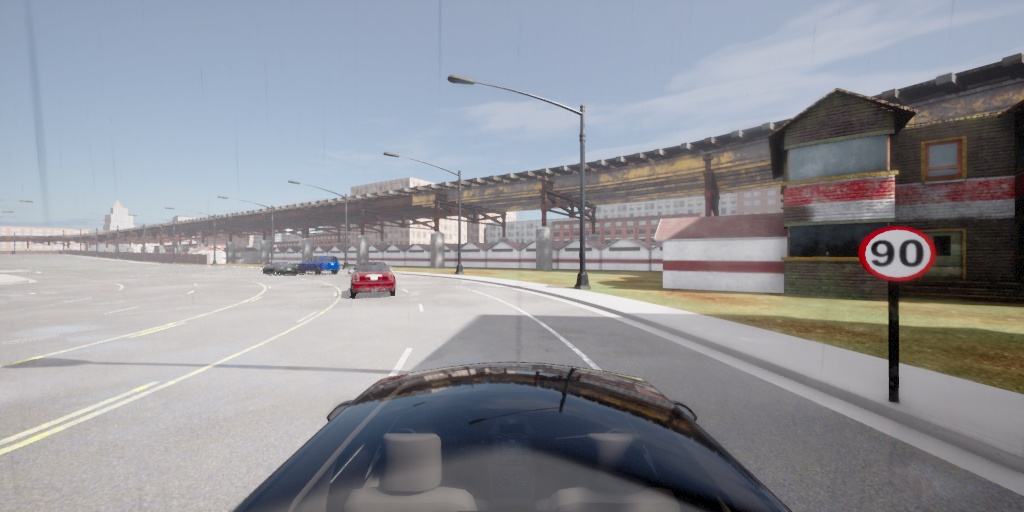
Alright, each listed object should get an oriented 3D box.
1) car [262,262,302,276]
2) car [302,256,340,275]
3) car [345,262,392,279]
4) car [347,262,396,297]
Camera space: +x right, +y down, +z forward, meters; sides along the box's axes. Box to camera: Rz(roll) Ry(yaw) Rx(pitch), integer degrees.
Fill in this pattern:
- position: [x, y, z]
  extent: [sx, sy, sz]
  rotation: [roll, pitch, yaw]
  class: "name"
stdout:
- position: [-24.439, 1.321, 37.697]
  extent: [4.181, 1.385, 1.994]
  rotation: [0, 0, 33]
  class: "car"
- position: [-21.493, 0.980, 39.934]
  extent: [5.566, 2.045, 2.150]
  rotation: [0, 0, 34]
  class: "car"
- position: [-13.473, 1.304, 33.561]
  extent: [5.357, 1.411, 2.033]
  rotation: [0, 0, 44]
  class: "car"
- position: [-7.531, 1.106, 19.201]
  extent: [2.097, 1.767, 4.553]
  rotation: [0, 0, -24]
  class: "car"
